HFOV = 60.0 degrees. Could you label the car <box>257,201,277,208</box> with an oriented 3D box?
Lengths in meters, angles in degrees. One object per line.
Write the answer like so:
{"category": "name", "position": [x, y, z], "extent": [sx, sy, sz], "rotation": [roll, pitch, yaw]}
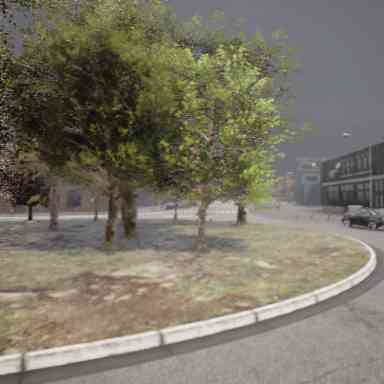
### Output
{"category": "car", "position": [18.974, 3.149, 84.803], "extent": [4.892, 1.521, 2.231], "rotation": [0, -1, 12]}

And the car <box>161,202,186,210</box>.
{"category": "car", "position": [-4.323, 2.959, 71.801], "extent": [4.553, 1.767, 2.185], "rotation": [0, -1, 12]}

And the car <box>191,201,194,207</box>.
{"category": "car", "position": [-2.629, 3.072, 79.901], "extent": [4.553, 1.767, 2.185], "rotation": [0, -1, 12]}

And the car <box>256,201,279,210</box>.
{"category": "car", "position": [16.142, 2.866, 71.194], "extent": [4.553, 1.767, 2.185], "rotation": [0, -1, 12]}

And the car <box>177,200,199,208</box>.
{"category": "car", "position": [-0.994, 3.039, 88.014], "extent": [5.566, 2.045, 2.435], "rotation": [0, -1, 12]}

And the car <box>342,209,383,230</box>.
{"category": "car", "position": [13.686, 2.083, 25.646], "extent": [2.128, 1.511, 4.902], "rotation": [0, -2, -12]}

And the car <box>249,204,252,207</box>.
{"category": "car", "position": [15.585, 2.990, 91.621], "extent": [2.150, 2.045, 5.566], "rotation": [0, -1, 12]}

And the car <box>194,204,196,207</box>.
{"category": "car", "position": [-2.100, 3.232, 82.610], "extent": [4.892, 1.521, 2.231], "rotation": [0, -1, 12]}

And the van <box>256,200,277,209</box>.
{"category": "van", "position": [16.594, 2.807, 74.071], "extent": [4.442, 1.987, 1.878], "rotation": [0, -1, 12]}

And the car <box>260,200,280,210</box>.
{"category": "car", "position": [14.966, 2.936, 65.885], "extent": [4.792, 1.488, 2.163], "rotation": [0, -1, 12]}

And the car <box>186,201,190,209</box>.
{"category": "car", "position": [-3.793, 3.125, 74.510], "extent": [5.008, 1.535, 2.097], "rotation": [0, -1, 12]}
